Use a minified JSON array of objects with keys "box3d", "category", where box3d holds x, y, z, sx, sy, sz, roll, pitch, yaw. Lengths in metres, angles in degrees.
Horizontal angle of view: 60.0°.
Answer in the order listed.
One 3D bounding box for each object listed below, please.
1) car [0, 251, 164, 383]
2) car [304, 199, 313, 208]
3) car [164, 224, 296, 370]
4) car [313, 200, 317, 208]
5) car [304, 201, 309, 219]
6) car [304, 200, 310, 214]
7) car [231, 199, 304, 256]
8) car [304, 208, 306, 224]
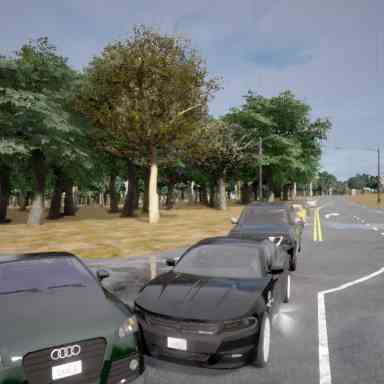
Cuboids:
[{"box3d":[-2.317,1.643,4.986,1.994,1.385,4.181,2,-2,-33],"category":"car"},{"box3d":[11.272,1.563,34.979,2.097,1.767,4.553,-1,0,21],"category":"car"},{"box3d":[0.727,1.613,6.288,1.882,1.535,5.008,-1,-2,21],"category":"car"},{"box3d":[18.232,1.756,52.054,1.812,1.442,4.674,-1,0,26],"category":"car"},{"box3d":[7.200,1.664,24.095,1.882,1.535,5.008,-1,0,20],"category":"car"},{"box3d":[9.252,1.725,29.602,1.812,1.442,4.674,-1,0,20],"category":"car"},{"box3d":[2.840,1.460,12.431,2.150,2.045,5.566,-2,0,20],"category":"car"},{"box3d":[5.059,1.775,18.338,1.895,1.301,4.718,-1,0,21],"category":"car"}]
